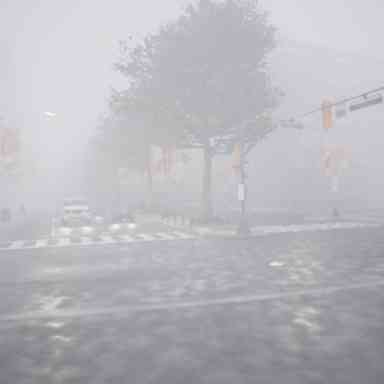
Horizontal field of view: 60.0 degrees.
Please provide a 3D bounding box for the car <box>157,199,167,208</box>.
[{"bbox_3d":[-5.632,1.928,58.169,1.882,1.535,5.008,-1,0,-22],"label":"car"}]

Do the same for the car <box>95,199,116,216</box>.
[{"bbox_3d":[-10.066,1.882,38.063,1.837,1.490,4.892,-1,0,-22],"label":"car"}]

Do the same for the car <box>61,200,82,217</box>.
[{"bbox_3d":[-13.565,1.769,37.385,2.097,1.767,4.553,-1,0,-22],"label":"car"}]

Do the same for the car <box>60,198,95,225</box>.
[{"bbox_3d":[-9.817,1.531,28.056,2.150,2.045,5.566,-1,0,-22],"label":"car"}]

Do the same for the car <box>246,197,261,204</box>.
[{"bbox_3d":[11.877,1.691,66.134,2.161,1.482,4.786,-1,0,-22],"label":"car"}]

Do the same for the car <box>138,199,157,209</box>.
[{"bbox_3d":[-7.644,1.951,53.557,1.837,1.490,4.892,-1,0,-22],"label":"car"}]

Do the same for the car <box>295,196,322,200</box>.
[{"bbox_3d":[20.288,1.429,56.389,2.002,1.452,4.674,-1,0,-22],"label":"car"}]

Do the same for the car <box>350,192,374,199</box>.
[{"bbox_3d":[39.593,1.030,77.868,2.435,2.045,5.566,-1,0,-22],"label":"car"}]

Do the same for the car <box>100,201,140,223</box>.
[{"bbox_3d":[-6.322,1.817,28.751,2.033,1.411,5.357,-1,0,-22],"label":"car"}]

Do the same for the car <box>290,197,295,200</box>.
[{"bbox_3d":[22.779,1.628,70.121,1.895,1.301,4.718,-1,0,-22],"label":"car"}]
